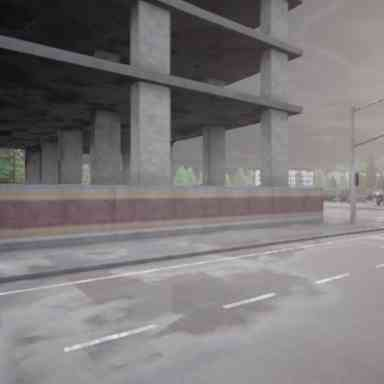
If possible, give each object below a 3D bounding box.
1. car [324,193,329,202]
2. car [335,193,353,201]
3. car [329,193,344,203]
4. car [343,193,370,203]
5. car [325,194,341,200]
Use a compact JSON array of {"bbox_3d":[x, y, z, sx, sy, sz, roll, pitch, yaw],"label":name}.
[{"bbox_3d":[26.937,1.103,65.600,4.605,1.855,1.932,0,0,-35],"label":"car"},{"bbox_3d":[36.022,1.091,78.834,4.605,1.855,1.932,0,0,-35],"label":"car"},{"bbox_3d":[28.529,1.314,63.440,3.905,1.438,1.784,0,0,-35],"label":"car"},{"bbox_3d":[30.202,1.346,61.076,3.806,1.475,1.970,0,0,-35],"label":"car"},{"bbox_3d":[34.401,1.301,81.235,3.905,1.438,1.784,0,0,-35],"label":"car"}]
